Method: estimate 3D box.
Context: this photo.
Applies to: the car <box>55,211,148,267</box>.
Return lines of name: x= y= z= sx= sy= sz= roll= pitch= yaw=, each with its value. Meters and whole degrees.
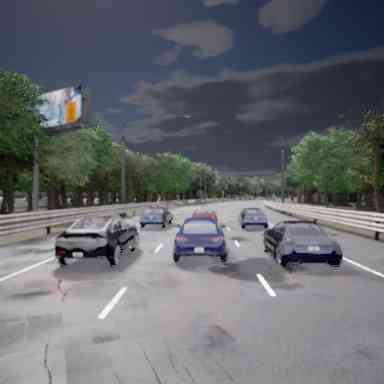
car: x=-3.202 y=1.641 z=12.069 sx=2.128 sy=1.511 sz=4.902 roll=0 pitch=-1 yaw=3

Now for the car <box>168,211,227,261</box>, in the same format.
car: x=0.336 y=1.688 z=12.816 sx=1.812 sy=1.442 sz=4.674 roll=0 pitch=-1 yaw=3

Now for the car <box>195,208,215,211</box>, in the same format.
car: x=1.043 y=1.935 z=26.259 sx=1.895 sy=1.301 sz=4.718 roll=0 pitch=-1 yaw=5

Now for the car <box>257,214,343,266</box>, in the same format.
car: x=3.810 y=1.721 z=12.143 sx=1.994 sy=1.385 sz=4.181 roll=0 pitch=-1 yaw=3

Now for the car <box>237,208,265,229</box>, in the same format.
car: x=4.407 y=1.862 z=24.490 sx=2.033 sy=1.411 sz=5.357 roll=0 pitch=-1 yaw=5

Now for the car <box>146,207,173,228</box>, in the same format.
car: x=-2.580 y=1.862 z=24.923 sx=2.033 sy=1.411 sz=5.357 roll=0 pitch=-1 yaw=4
